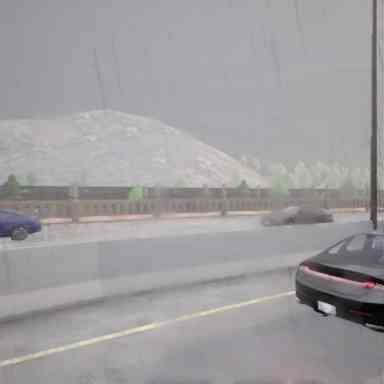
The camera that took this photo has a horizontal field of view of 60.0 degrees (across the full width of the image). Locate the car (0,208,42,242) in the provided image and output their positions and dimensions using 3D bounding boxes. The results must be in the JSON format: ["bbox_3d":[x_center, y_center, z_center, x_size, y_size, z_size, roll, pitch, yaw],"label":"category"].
[{"bbox_3d":[-9.093,1.445,14.504,4.674,1.442,1.812,0,0,-34],"label":"car"}]

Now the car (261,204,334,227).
[{"bbox_3d":[6.219,1.457,19.472,4.674,1.442,1.812,0,0,-27],"label":"car"}]

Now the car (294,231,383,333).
[{"bbox_3d":[4.042,1.473,6.091,4.902,1.511,2.128,0,0,-31],"label":"car"}]
